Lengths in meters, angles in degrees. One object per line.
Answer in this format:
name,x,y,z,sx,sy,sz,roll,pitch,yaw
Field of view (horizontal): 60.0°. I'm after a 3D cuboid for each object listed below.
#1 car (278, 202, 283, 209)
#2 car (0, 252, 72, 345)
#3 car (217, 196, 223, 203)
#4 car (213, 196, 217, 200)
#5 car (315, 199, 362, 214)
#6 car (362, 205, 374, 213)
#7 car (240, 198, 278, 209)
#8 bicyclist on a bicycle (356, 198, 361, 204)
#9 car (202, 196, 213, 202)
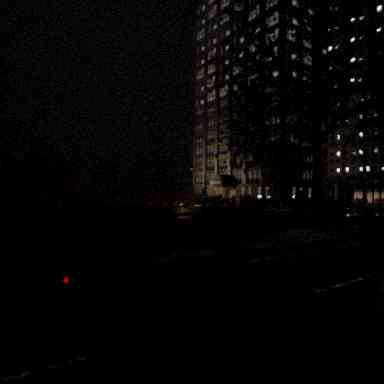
car,10.738,1.588,47.303,2.128,1.511,4.902,1,-1,-34
car,-3.986,1.561,4.833,4.181,1.385,1.994,0,0,-36
car,4.032,1.489,63.333,2.097,1.767,4.553,1,-1,-34
car,1.560,1.298,61.094,2.150,2.045,5.566,1,-1,-33
car,14.846,1.554,35.332,1.837,1.490,4.892,1,-1,-34
car,17.456,1.659,37.271,2.033,1.411,5.357,1,-1,-34
car,8.565,1.526,44.711,2.128,1.511,4.902,1,-1,-34
bicyclist on a bicycle,23.721,1.611,47.433,1.656,1.620,0.582,1,0,-34
car,0.871,1.496,56.234,1.882,1.535,5.008,1,0,-34
